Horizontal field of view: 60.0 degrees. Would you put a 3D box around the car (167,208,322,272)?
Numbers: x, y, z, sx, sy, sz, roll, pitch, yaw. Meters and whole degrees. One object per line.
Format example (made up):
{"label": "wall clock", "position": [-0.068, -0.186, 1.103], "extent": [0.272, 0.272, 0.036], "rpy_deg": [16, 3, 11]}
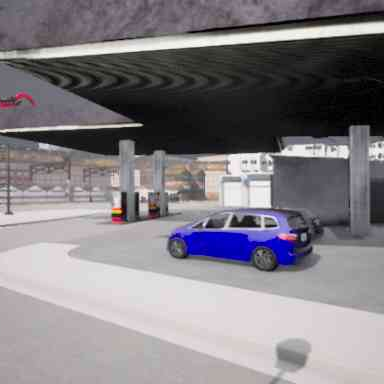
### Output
{"label": "car", "position": [1.337, 1.323, 10.542], "extent": [4.611, 1.667, 2.242], "rpy_deg": [0, 0, 36]}

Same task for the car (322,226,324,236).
{"label": "car", "position": [4.052, 1.488, 15.662], "extent": [3.806, 1.475, 1.970], "rpy_deg": [0, 0, 36]}

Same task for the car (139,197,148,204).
{"label": "car", "position": [-11.024, 1.833, 70.334], "extent": [4.181, 1.385, 1.994], "rpy_deg": [0, 0, -27]}

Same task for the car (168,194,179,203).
{"label": "car", "position": [-5.779, 1.502, 76.310], "extent": [5.566, 2.045, 2.150], "rpy_deg": [0, 0, -19]}
